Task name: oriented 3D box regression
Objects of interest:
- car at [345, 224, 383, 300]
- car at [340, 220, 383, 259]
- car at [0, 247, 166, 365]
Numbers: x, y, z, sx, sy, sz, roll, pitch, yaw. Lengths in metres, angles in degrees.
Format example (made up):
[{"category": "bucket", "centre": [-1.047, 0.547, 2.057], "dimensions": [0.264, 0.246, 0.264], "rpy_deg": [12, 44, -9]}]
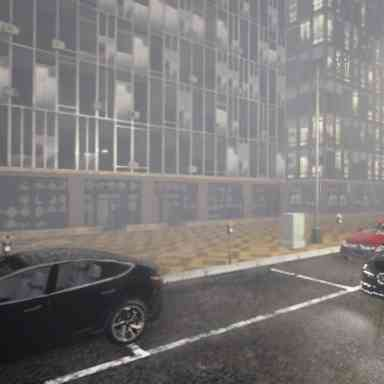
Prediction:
[{"category": "car", "centre": [5.696, 1.542, 7.443], "dimensions": [4.892, 1.490, 1.837], "rpy_deg": [0, 0, -35]}, {"category": "car", "centre": [6.834, 1.632, 11.433], "dimensions": [4.206, 1.307, 1.802], "rpy_deg": [0, 0, -36]}, {"category": "car", "centre": [-2.432, 1.569, 4.822], "dimensions": [4.313, 1.339, 1.947], "rpy_deg": [0, 0, -36]}]
